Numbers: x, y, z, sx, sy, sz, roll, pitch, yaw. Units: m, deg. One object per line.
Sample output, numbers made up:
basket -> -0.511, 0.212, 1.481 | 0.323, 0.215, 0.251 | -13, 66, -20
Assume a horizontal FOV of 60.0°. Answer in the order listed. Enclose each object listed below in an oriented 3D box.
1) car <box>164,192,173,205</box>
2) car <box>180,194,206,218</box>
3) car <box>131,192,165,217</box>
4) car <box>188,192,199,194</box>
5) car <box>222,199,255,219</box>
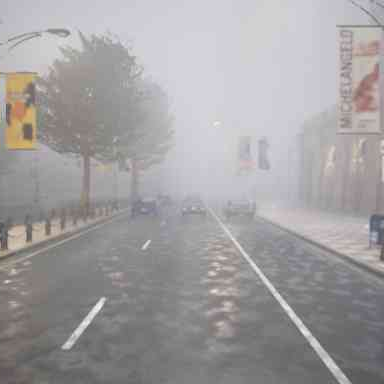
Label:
car -> -3.393, 0.779, 41.002 | 1.882, 1.535, 5.008 | 0, 1, 0
car -> 0.105, 1.120, 25.033 | 2.033, 1.411, 5.357 | 0, 1, 0
car -> -3.395, 1.040, 25.590 | 1.882, 1.535, 5.008 | 0, 1, 0
car -> 0.237, 0.819, 40.249 | 1.837, 1.490, 4.892 | 0, 1, 2
car -> 3.253, 1.183, 24.150 | 1.895, 1.301, 4.718 | 0, 1, 0
